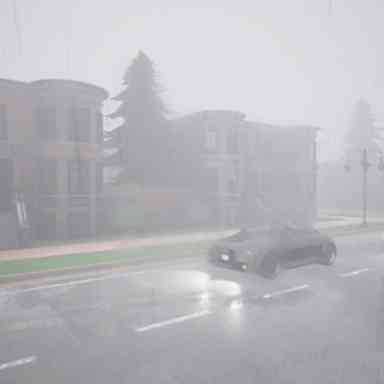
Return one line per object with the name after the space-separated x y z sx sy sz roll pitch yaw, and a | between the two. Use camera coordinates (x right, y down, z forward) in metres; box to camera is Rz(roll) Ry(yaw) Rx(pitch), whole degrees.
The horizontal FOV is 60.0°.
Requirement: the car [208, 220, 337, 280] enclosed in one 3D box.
2.509 1.567 10.065 4.181 1.385 1.994 0 0 -36 | car
